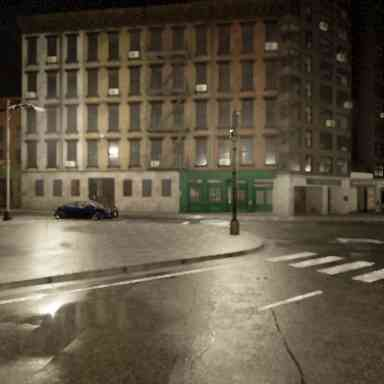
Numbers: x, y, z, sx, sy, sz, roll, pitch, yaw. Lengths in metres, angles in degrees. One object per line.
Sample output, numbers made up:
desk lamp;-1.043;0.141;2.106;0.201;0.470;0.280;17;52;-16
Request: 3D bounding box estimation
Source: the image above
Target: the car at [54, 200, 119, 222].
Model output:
car;-7.104;1.274;22.556;4.181;1.385;1.994;1;0;8
